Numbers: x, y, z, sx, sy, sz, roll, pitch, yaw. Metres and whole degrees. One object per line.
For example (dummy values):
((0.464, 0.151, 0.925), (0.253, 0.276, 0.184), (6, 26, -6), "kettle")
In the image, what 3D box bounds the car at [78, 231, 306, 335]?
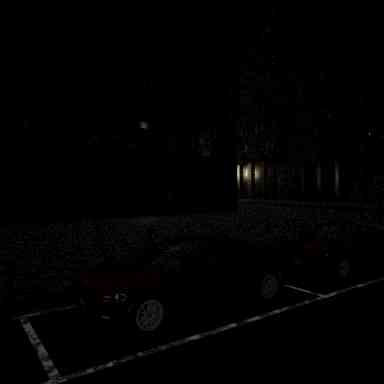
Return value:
((0.046, 1.545, 6.704), (4.507, 1.381, 1.887), (0, 0, -36), "car")

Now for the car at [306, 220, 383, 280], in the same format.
((4.539, 1.546, 9.920), (4.507, 1.381, 1.887), (0, 0, -36), "car")

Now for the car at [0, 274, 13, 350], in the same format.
((-4.447, 1.544, 3.488), (4.507, 1.381, 1.887), (0, 0, -36), "car")
